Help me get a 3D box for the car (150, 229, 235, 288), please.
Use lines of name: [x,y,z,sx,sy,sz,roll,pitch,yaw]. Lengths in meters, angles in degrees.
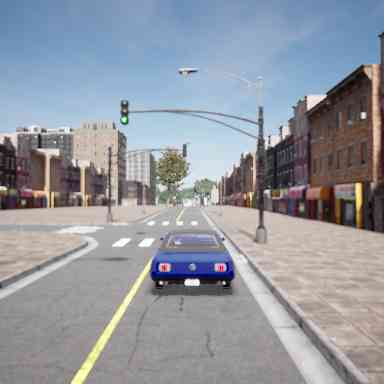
car: [0.017,1.692,9.435,1.895,1.301,4.718,0,-1,0]
